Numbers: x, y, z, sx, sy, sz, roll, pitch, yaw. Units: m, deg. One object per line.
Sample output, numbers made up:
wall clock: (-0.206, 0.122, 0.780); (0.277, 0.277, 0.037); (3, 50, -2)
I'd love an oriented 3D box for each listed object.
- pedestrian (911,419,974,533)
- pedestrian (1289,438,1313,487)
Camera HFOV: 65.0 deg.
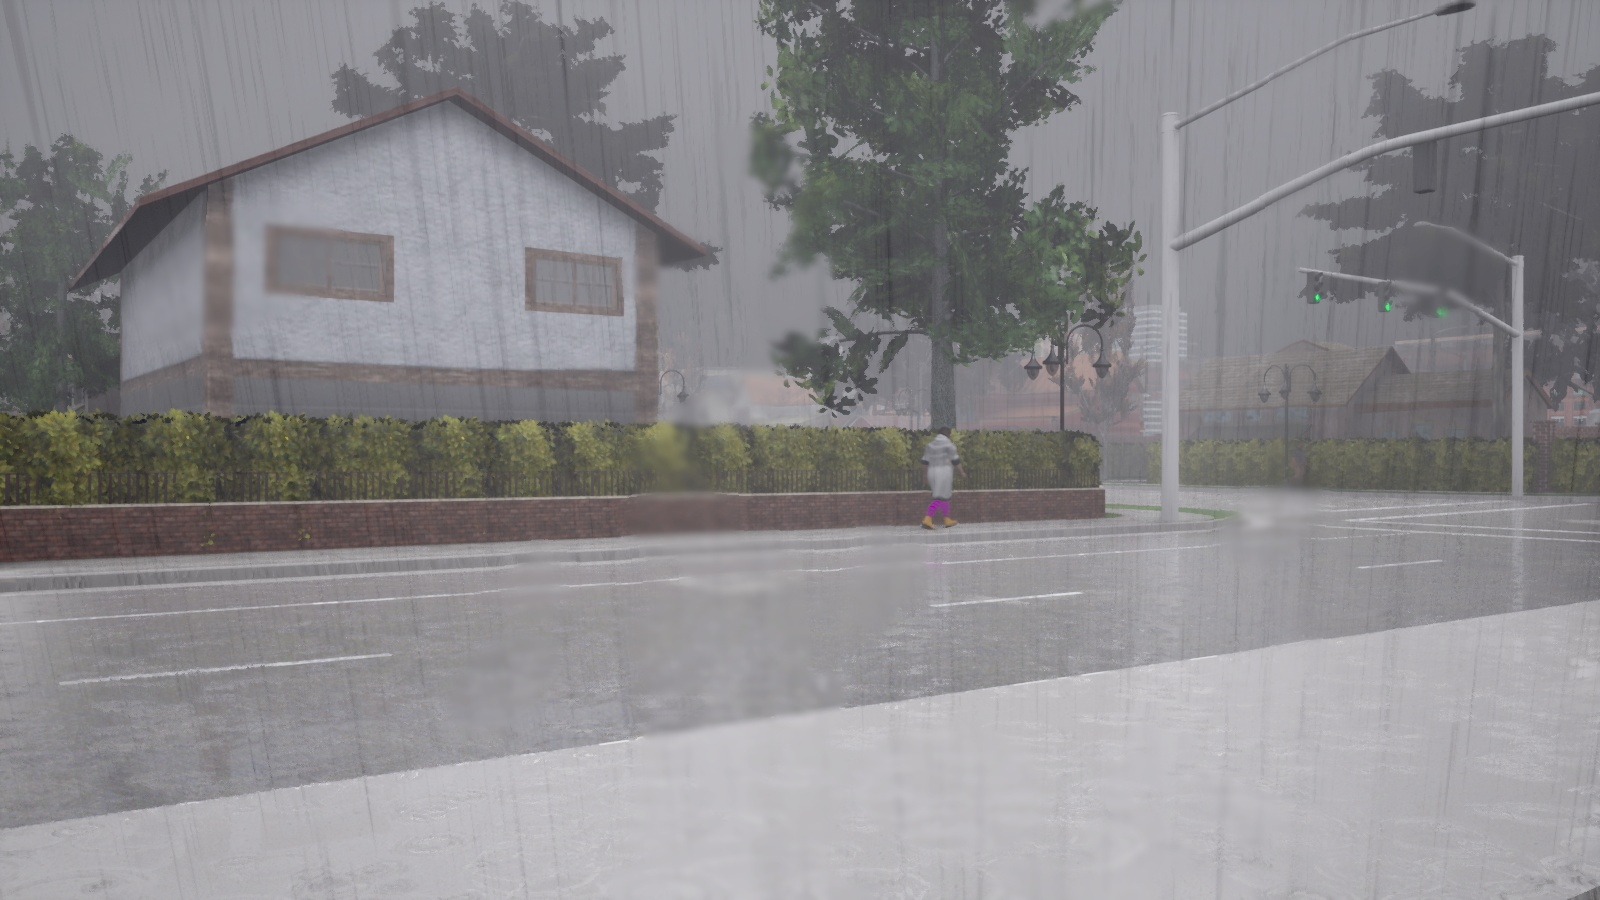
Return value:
pedestrian: (2.507, 0.448, 22.127); (0.873, 1.952, 0.659); (0, 0, -36)
pedestrian: (19.106, 0.485, 47.888); (0.540, 1.848, 0.694); (0, 0, -34)
